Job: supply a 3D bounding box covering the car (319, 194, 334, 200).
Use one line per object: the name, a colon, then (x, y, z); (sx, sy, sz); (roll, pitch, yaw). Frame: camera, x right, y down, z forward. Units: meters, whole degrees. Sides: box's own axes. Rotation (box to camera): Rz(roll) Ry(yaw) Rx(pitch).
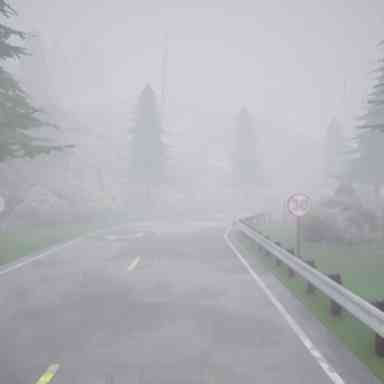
car: (15.030, 1.217, 32.418); (5.566, 2.045, 2.150); (0, -1, -7)
